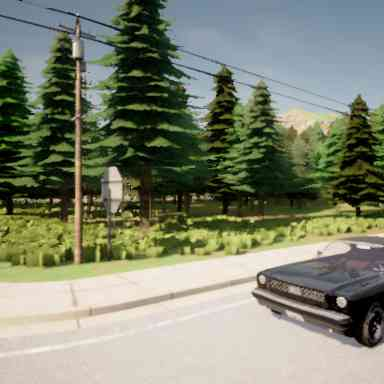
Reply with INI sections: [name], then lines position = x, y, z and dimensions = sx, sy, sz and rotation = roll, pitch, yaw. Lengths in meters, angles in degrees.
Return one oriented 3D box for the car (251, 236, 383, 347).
[car]
position = 3.375, 1.596, 6.414
dimensions = 4.718, 1.301, 1.895
rotation = 0, 0, -36
